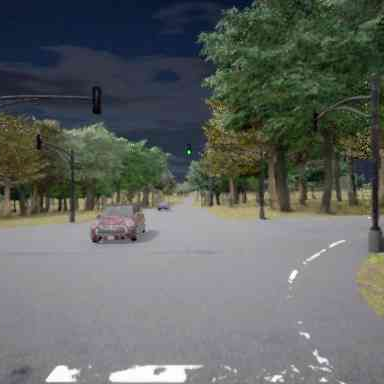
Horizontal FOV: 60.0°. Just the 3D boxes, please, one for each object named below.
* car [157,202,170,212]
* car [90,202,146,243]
[{"bbox_3d":[-4.285,2.237,50.882,2.033,1.411,5.357,0,-1,-1],"label":"car"},{"bbox_3d":[-3.608,1.423,16.878,2.097,1.767,4.553,-2,0,-1],"label":"car"}]
